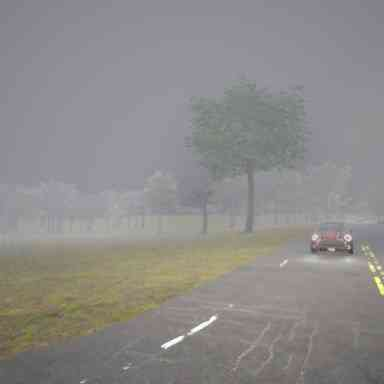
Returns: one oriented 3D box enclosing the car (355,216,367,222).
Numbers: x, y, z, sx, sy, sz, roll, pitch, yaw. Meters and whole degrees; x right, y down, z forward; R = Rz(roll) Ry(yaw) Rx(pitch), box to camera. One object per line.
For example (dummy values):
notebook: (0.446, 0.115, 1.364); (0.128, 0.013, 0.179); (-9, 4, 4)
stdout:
car: (41.875, 6.688, 82.897); (2.097, 1.767, 4.553); (-3, -5, 25)

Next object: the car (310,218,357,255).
car: (7.979, 2.458, 18.868); (2.097, 1.767, 4.553); (-3, -4, 25)

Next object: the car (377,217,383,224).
car: (37.184, 5.565, 64.648); (2.033, 1.411, 5.357); (-3, -5, 25)
